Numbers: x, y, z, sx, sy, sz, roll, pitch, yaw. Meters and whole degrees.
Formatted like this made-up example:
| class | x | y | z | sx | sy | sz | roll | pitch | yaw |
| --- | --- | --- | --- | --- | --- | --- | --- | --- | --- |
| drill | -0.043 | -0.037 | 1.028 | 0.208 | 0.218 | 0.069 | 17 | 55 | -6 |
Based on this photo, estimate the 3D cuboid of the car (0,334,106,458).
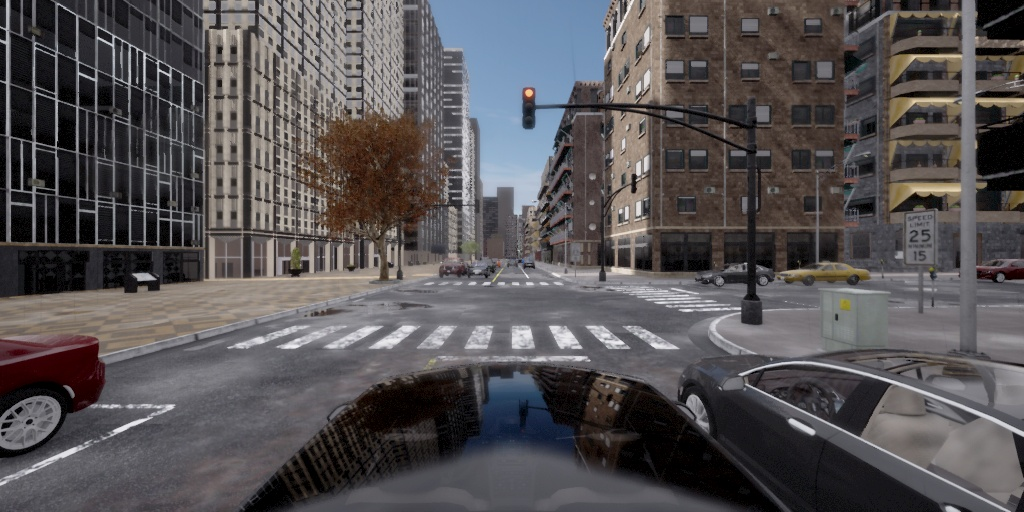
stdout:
| class | x | y | z | sx | sy | sz | roll | pitch | yaw |
| --- | --- | --- | --- | --- | --- | --- | --- | --- | --- |
| car | -5.692 | 1.295 | 2.321 | 1.888 | 1.381 | 4.507 | 0 | 0 | 0 |

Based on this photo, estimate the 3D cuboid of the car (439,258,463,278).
| class | x | y | z | sx | sy | sz | roll | pitch | yaw |
| --- | --- | --- | --- | --- | --- | --- | --- | --- | --- |
| car | -5.687 | 1.079 | 34.708 | 2.192 | 1.841 | 5.009 | 0 | 0 | 0 |

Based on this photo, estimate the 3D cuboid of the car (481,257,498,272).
| class | x | y | z | sx | sy | sz | roll | pitch | yaw |
| --- | --- | --- | --- | --- | --- | --- | --- | --- | --- |
| car | -3.092 | 1.123 | 43.370 | 2.097 | 1.767 | 4.553 | 0 | 0 | 0 |

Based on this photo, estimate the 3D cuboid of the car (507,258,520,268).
| class | x | y | z | sx | sy | sz | roll | pitch | yaw |
| --- | --- | --- | --- | --- | --- | --- | --- | --- | --- |
| car | 0.111 | 1.284 | 64.089 | 2.128 | 1.511 | 4.902 | 0 | 0 | 0 |

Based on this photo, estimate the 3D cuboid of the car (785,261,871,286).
| class | x | y | z | sx | sy | sz | roll | pitch | yaw |
| --- | --- | --- | --- | --- | --- | --- | --- | --- | --- |
| car | 18.834 | 0.993 | 21.788 | 4.829 | 1.417 | 1.751 | 0 | 0 | -1 |

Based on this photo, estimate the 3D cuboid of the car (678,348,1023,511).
| class | x | y | z | sx | sy | sz | roll | pitch | yaw |
| --- | --- | --- | --- | --- | --- | --- | --- | --- | --- |
| car | 2.689 | 1.300 | 2.319 | 2.007 | 1.370 | 4.403 | 0 | 0 | 0 |

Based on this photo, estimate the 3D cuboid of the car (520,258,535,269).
| class | x | y | z | sx | sy | sz | roll | pitch | yaw |
| --- | --- | --- | --- | --- | --- | --- | --- | --- | --- |
| car | 2.698 | 1.349 | 56.798 | 1.948 | 1.339 | 4.313 | 0 | 0 | 0 |

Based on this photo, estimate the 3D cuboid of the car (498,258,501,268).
| class | x | y | z | sx | sy | sz | roll | pitch | yaw |
| --- | --- | --- | --- | --- | --- | --- | --- | --- | --- |
| car | -3.086 | 1.380 | 53.088 | 1.895 | 1.301 | 4.718 | 0 | 0 | 0 |

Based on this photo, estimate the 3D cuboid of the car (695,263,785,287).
| class | x | y | z | sx | sy | sz | roll | pitch | yaw |
| --- | --- | --- | --- | --- | --- | --- | --- | --- | --- |
| car | 13.437 | 1.095 | 21.734 | 4.403 | 1.370 | 2.007 | 0 | 0 | -1 |

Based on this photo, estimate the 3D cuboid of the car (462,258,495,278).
| class | x | y | z | sx | sy | sz | roll | pitch | yaw |
| --- | --- | --- | --- | --- | --- | --- | --- | --- | --- |
| car | -3.096 | 1.255 | 34.198 | 2.128 | 1.511 | 4.902 | 0 | 0 | 0 |

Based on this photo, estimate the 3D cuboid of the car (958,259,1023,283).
| class | x | y | z | sx | sy | sz | roll | pitch | yaw |
| --- | --- | --- | --- | --- | --- | --- | --- | --- | --- |
| car | 30.139 | 0.859 | 21.901 | 4.507 | 1.381 | 1.888 | 0 | 0 | -1 |
